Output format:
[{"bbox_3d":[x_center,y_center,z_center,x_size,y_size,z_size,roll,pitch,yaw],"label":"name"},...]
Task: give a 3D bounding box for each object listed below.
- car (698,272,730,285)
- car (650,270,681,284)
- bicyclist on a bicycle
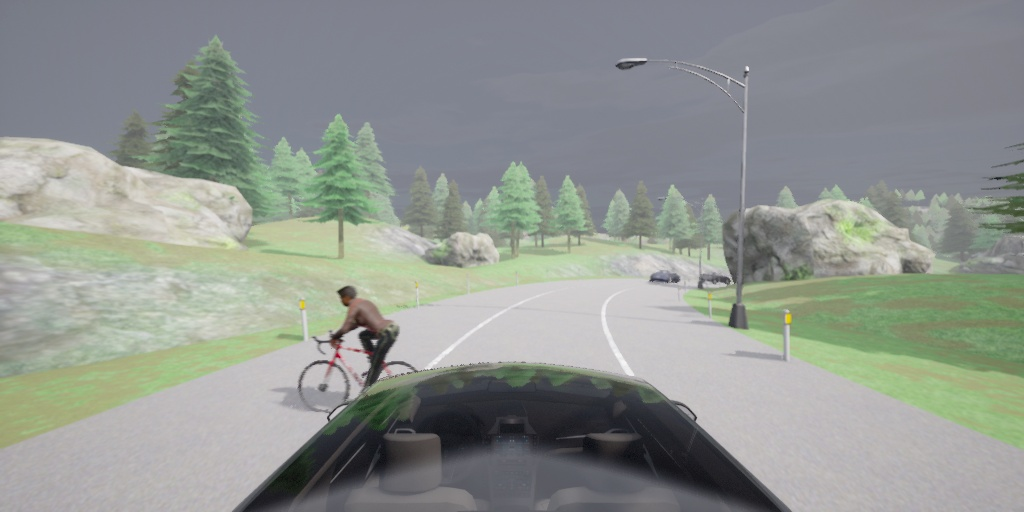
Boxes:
[{"bbox_3d":[25.660,2.793,45.418,4.902,1.511,2.128,5,0,-32],"label":"car"},{"bbox_3d":[16.333,2.173,38.008,1.994,1.385,4.181,3,-1,45],"label":"car"},{"bbox_3d":[-1.899,1.191,4.490,1.656,1.620,0.582,-1,0,4],"label":"bicyclist on a bicycle"}]
